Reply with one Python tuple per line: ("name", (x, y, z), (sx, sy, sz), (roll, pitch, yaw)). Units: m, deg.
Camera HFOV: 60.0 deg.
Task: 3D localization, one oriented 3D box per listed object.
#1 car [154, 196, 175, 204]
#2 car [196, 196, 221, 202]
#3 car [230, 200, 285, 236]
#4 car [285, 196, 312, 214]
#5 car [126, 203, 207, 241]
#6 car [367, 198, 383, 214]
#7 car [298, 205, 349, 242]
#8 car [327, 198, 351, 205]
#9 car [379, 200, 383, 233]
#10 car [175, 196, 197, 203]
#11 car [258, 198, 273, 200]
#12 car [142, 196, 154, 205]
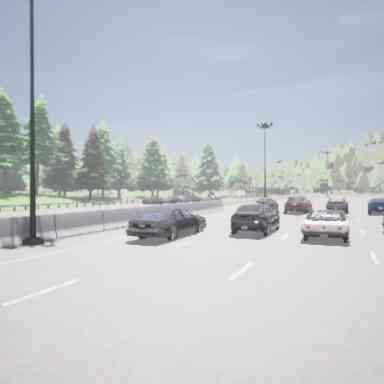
("car", (-3.192, 1.366, 51.919), (2.033, 1.411, 5.357), (0, 0, 30))
("car", (2.887, 1.367, 48.449), (1.994, 1.385, 4.181), (0, 0, 30))
("car", (3.480, 1.407, 17.812), (1.837, 1.490, 4.892), (0, 0, 25))
("car", (10.440, 1.162, 32.541), (2.097, 1.767, 4.553), (0, 0, 27))
("car", (-1.059, 1.473, 16.301), (2.033, 1.411, 5.357), (0, 0, 25))
("car", (17.630, 1.267, 31.256), (1.882, 1.535, 5.008), (0, 0, 27))
("car", (6.428, 1.503, 15.842), (1.895, 1.301, 4.718), (0, 0, 25))
("car", (13.817, 1.291, 31.487), (2.128, 1.511, 4.902), (0, 0, 27))
("car", (10.020, 1.370, 15.281), (1.882, 1.535, 5.008), (0, 0, 25))
("car", (-0.153, 1.325, 50.184), (1.837, 1.490, 4.892), (0, 0, 30))
("car", (7.862, 1.331, 35.231), (1.812, 1.442, 4.674), (0, 0, 27))
("car", (-6.250, 1.341, 53.622), (1.994, 1.385, 4.181), (0, 0, 30))
